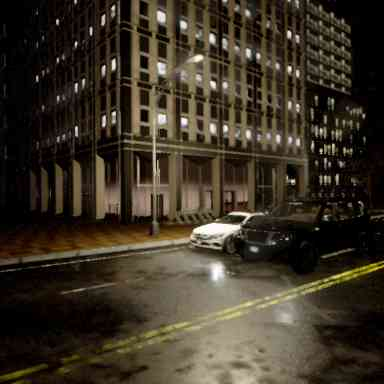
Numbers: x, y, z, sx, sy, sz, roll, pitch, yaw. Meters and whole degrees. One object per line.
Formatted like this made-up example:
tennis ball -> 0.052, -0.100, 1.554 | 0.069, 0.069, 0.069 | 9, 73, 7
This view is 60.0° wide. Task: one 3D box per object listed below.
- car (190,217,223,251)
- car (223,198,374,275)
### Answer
car -> 2.076, 1.542, 13.664 | 4.674, 1.442, 1.812 | 0, 0, -39
car -> 3.870, 1.223, 10.925 | 5.566, 2.045, 2.150 | 0, 0, -39
